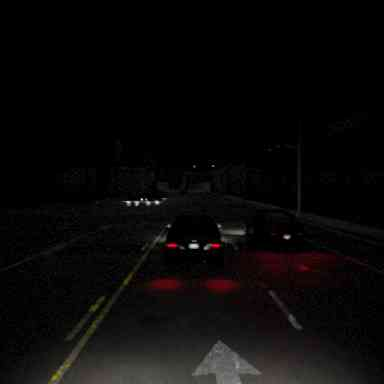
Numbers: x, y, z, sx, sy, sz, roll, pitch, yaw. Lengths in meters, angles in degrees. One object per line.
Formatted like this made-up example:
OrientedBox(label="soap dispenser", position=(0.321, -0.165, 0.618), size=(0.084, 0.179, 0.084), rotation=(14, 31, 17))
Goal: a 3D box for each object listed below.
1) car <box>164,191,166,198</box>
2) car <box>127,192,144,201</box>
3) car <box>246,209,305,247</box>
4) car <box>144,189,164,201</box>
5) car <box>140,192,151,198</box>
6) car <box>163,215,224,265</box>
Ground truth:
OrientedBox(label="car", position=(-6.991, 0.475, 76.502), size=(1.882, 1.535, 5.008), rotation=(0, 1, 0))
OrientedBox(label="car", position=(-10.519, 0.880, 61.051), size=(1.812, 1.442, 4.674), rotation=(0, 1, 1))
OrientedBox(label="car", position=(3.581, 1.483, 14.806), size=(1.812, 1.442, 4.674), rotation=(0, 0, 0))
OrientedBox(label="car", position=(-7.016, 0.556, 62.062), size=(2.150, 2.045, 5.566), rotation=(0, 1, 1))
OrientedBox(label="car", position=(-10.491, 0.619, 75.118), size=(1.994, 1.385, 4.181), rotation=(0, 1, 0))
OrientedBox(label="car", position=(0.068, 1.514, 11.573), size=(2.033, 1.411, 5.357), rotation=(0, 0, 0))
